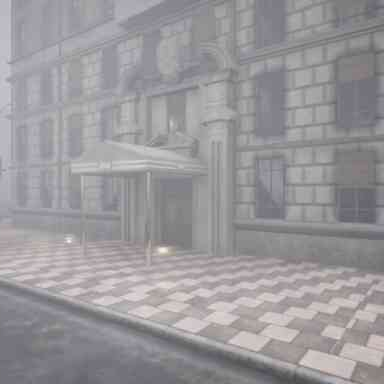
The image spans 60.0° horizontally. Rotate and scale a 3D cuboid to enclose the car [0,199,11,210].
[{"bbox_3d":[-24.157,1.526,40.180,1.812,1.442,4.674,0,0,36],"label":"car"}]
